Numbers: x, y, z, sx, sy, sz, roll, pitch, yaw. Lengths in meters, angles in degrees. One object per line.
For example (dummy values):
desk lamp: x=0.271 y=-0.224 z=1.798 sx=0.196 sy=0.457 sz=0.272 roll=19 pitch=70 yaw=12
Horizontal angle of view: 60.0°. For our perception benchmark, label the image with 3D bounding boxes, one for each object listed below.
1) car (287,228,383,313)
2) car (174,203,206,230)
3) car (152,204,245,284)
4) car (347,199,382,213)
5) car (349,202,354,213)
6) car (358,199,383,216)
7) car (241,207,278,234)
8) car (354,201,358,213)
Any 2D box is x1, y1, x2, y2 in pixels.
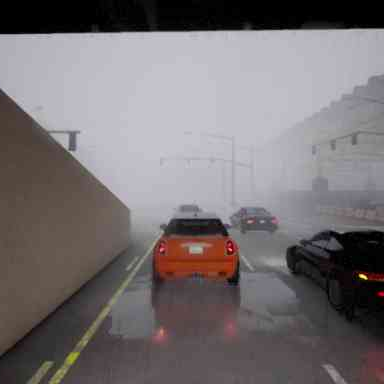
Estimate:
car: x=3.592 y=1.536 z=7.539 sx=1.812 sy=1.442 sz=4.674 roll=0 pitch=0 yaw=0
car: x=-0.242 y=1.555 z=22.324 sx=1.812 sy=1.442 sz=4.674 roll=0 pitch=0 yaw=-4
car: x=0.098 y=1.366 z=9.788 sx=2.097 sy=1.767 sz=4.553 roll=0 pitch=0 yaw=0
car: x=17.579 y=1.341 z=33.817 sx=4.536 sy=1.218 sz=1.853 roll=0 pitch=0 yaw=-45
car: x=17.543 y=1.498 z=33.780 sx=4.974 sy=1.542 sz=2.038 roll=0 pitch=0 yaw=-45
car: x=17.468 y=1.335 z=29.131 sx=1.853 sy=1.218 sz=4.536 roll=0 pitch=0 yaw=-35
car: x=3.464 y=1.574 z=19.487 sx=2.033 sy=1.411 sz=5.357 roll=0 pitch=0 yaw=-3
car: x=17.438 y=1.492 z=29.173 sx=2.038 sy=1.542 sz=4.974 roll=0 pitch=0 yaw=-35
